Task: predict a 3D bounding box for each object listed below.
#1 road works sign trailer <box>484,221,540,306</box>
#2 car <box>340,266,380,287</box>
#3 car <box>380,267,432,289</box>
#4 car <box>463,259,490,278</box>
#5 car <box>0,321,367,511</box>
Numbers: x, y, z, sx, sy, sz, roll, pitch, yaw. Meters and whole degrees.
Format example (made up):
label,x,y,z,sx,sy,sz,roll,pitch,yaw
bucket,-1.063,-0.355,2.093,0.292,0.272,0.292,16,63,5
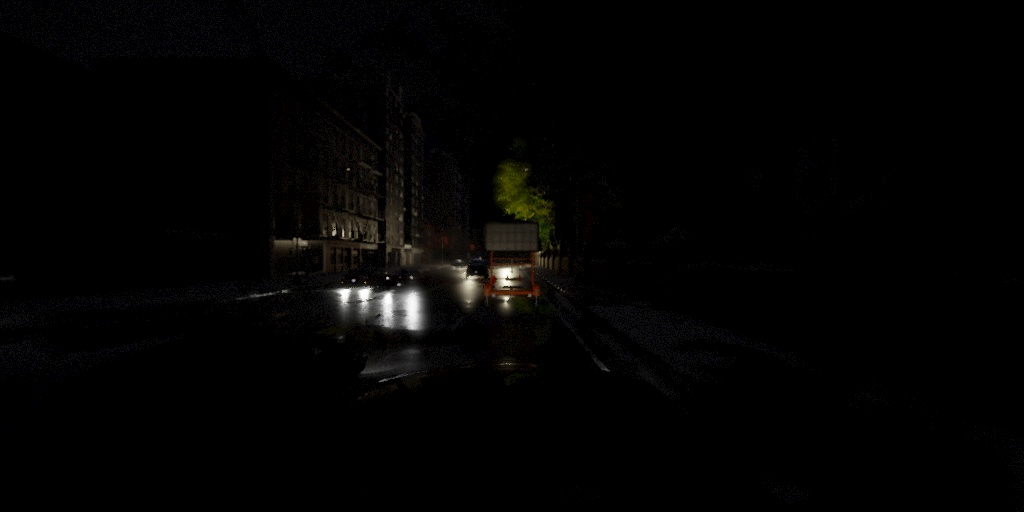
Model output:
label,x,y,z,sx,sy,sz,roll,pitch,yaw
road works sign trailer,0.000,0.231,15.913,2.380,3.560,2.880,0,0,0
car,-9.848,1.340,24.270,1.994,1.385,4.181,0,0,0
car,-6.600,1.376,23.230,1.895,1.301,4.718,0,0,0
car,-3.148,1.266,33.903,1.882,1.535,5.008,0,0,0
car,-3.150,1.299,3.074,2.033,1.411,5.357,0,0,0
